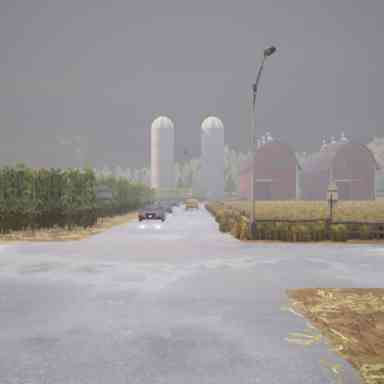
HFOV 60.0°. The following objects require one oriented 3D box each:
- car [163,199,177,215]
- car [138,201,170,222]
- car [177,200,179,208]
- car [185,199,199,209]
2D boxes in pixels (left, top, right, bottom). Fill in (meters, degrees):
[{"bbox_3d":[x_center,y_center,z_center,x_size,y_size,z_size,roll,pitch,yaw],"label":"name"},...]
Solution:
[{"bbox_3d":[-3.166,1.720,37.893,2.128,1.511,4.902,0,0,0],"label":"car"},{"bbox_3d":[-3.175,1.696,27.438,1.994,1.385,4.181,0,-1,0],"label":"car"},{"bbox_3d":[-3.059,1.937,55.338,2.033,1.411,5.357,0,0,0],"label":"car"},{"bbox_3d":[0.037,1.783,49.922,1.882,1.535,5.008,0,0,0],"label":"car"}]
